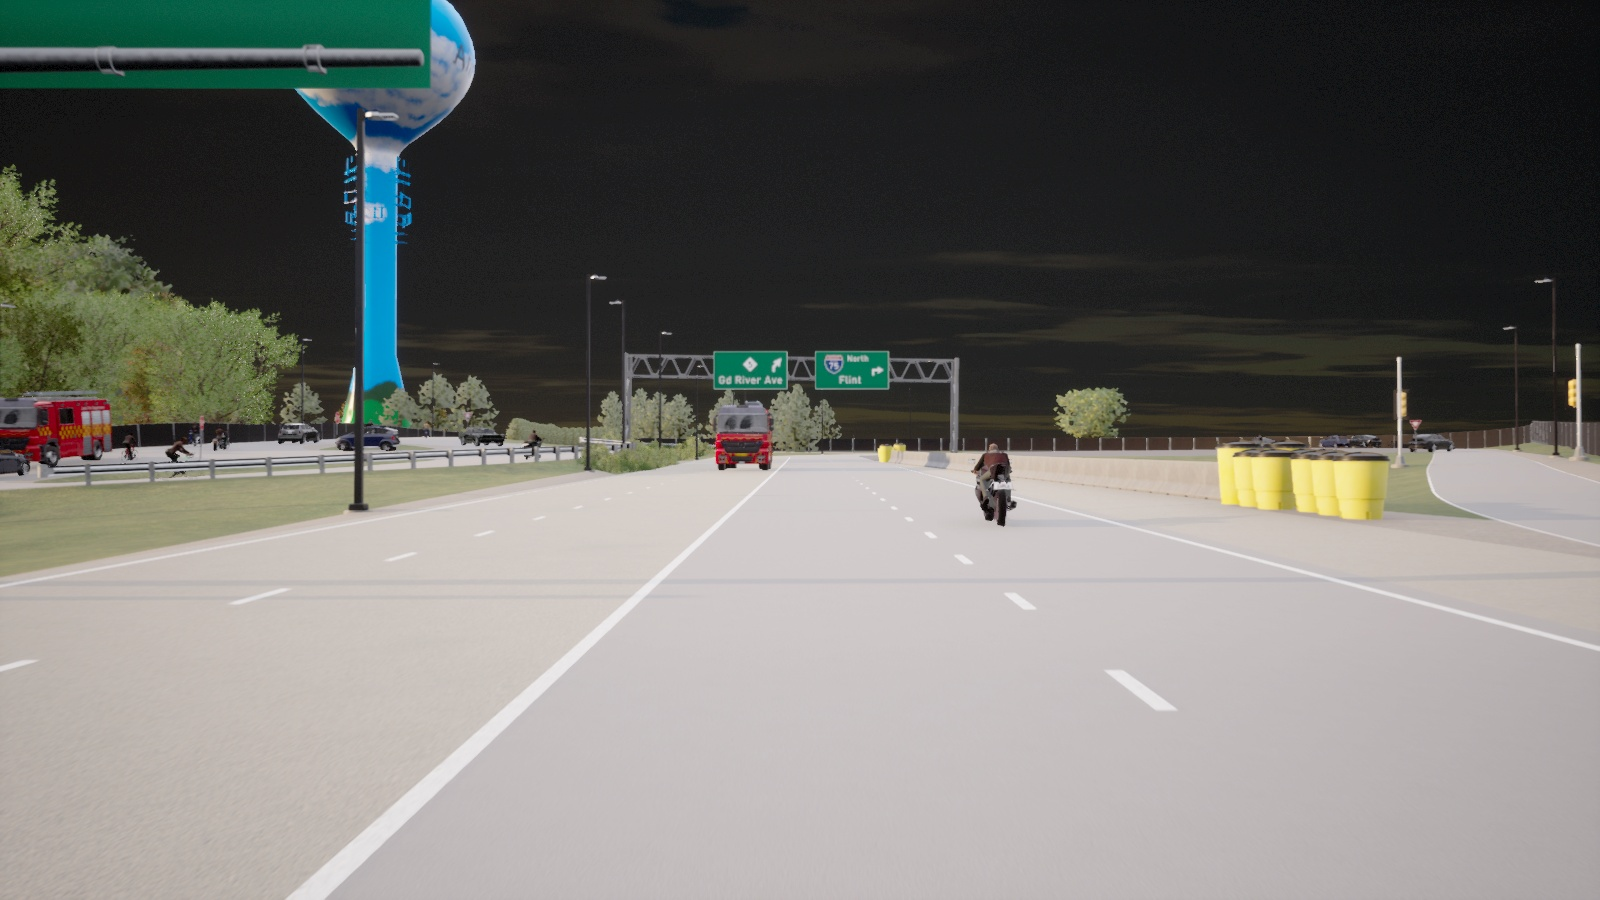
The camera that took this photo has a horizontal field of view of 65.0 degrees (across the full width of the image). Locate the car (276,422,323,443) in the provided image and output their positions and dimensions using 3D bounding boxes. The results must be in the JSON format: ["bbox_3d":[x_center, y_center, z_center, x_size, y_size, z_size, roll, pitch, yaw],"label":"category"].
[{"bbox_3d":[-36.715,-1.313,92.183,1.970,1.475,3.806,0,2,0],"label":"car"}]

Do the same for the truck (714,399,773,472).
[{"bbox_3d":[-3.079,-0.804,70.729,2.891,3.827,8.468,0,0,0],"label":"truck"}]

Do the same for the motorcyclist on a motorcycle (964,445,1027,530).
[{"bbox_3d":[3.650,0.664,23.613,0.866,1.530,2.191,0,0,0],"label":"motorcyclist on a motorcycle"}]

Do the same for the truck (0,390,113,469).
[{"bbox_3d":[-39.645,-1.205,66.032,2.891,3.827,8.468,0,3,-5],"label":"truck"}]

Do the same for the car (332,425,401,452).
[{"bbox_3d":[-26.874,-0.721,77.924,3.705,1.549,1.789,0,3,-5],"label":"car"}]

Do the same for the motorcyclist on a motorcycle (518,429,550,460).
[{"bbox_3d":[-13.363,-0.290,63.198,0.797,1.523,2.044,-1,1,12],"label":"motorcyclist on a motorcycle"}]

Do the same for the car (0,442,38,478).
[{"bbox_3d":[-36.457,0.473,56.648,1.845,1.501,3.633,0,3,1],"label":"car"}]

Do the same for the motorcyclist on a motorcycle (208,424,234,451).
[{"bbox_3d":[-36.767,-0.827,79.804,0.766,1.649,2.350,0,2,-6],"label":"motorcyclist on a motorcycle"}]

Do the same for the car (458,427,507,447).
[{"bbox_3d":[-21.899,-0.922,86.449,1.895,1.301,4.718,0,1,-33],"label":"car"}]
